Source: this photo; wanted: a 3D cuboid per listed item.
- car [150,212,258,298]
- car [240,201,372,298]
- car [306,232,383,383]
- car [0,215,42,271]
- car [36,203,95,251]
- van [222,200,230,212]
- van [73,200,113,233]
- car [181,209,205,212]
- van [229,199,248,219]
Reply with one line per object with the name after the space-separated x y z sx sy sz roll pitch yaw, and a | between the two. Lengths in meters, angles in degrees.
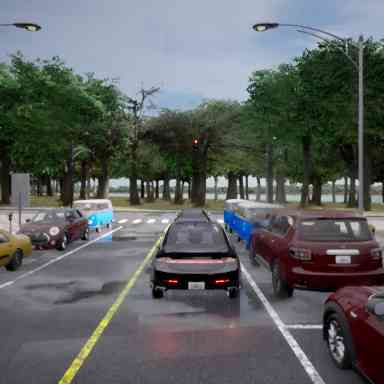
0.084 1.492 8.480 2.128 1.511 4.902 0 0 0 | car
2.755 1.315 8.450 2.192 1.841 5.009 0 0 0 | car
2.759 1.440 3.012 1.967 1.590 4.097 0 0 0 | car
-5.770 1.525 8.275 1.752 1.417 4.829 0 0 0 | car
-5.774 1.440 13.882 1.967 1.590 4.097 0 0 0 | car
2.748 1.342 19.325 1.690 1.788 3.998 0 0 0 | van
-5.777 1.342 19.320 1.690 1.788 3.998 0 0 0 | van
0.045 1.565 17.399 1.994 1.385 4.181 0 0 1 | car
2.751 1.341 13.888 1.690 1.788 3.998 0 0 0 | van
